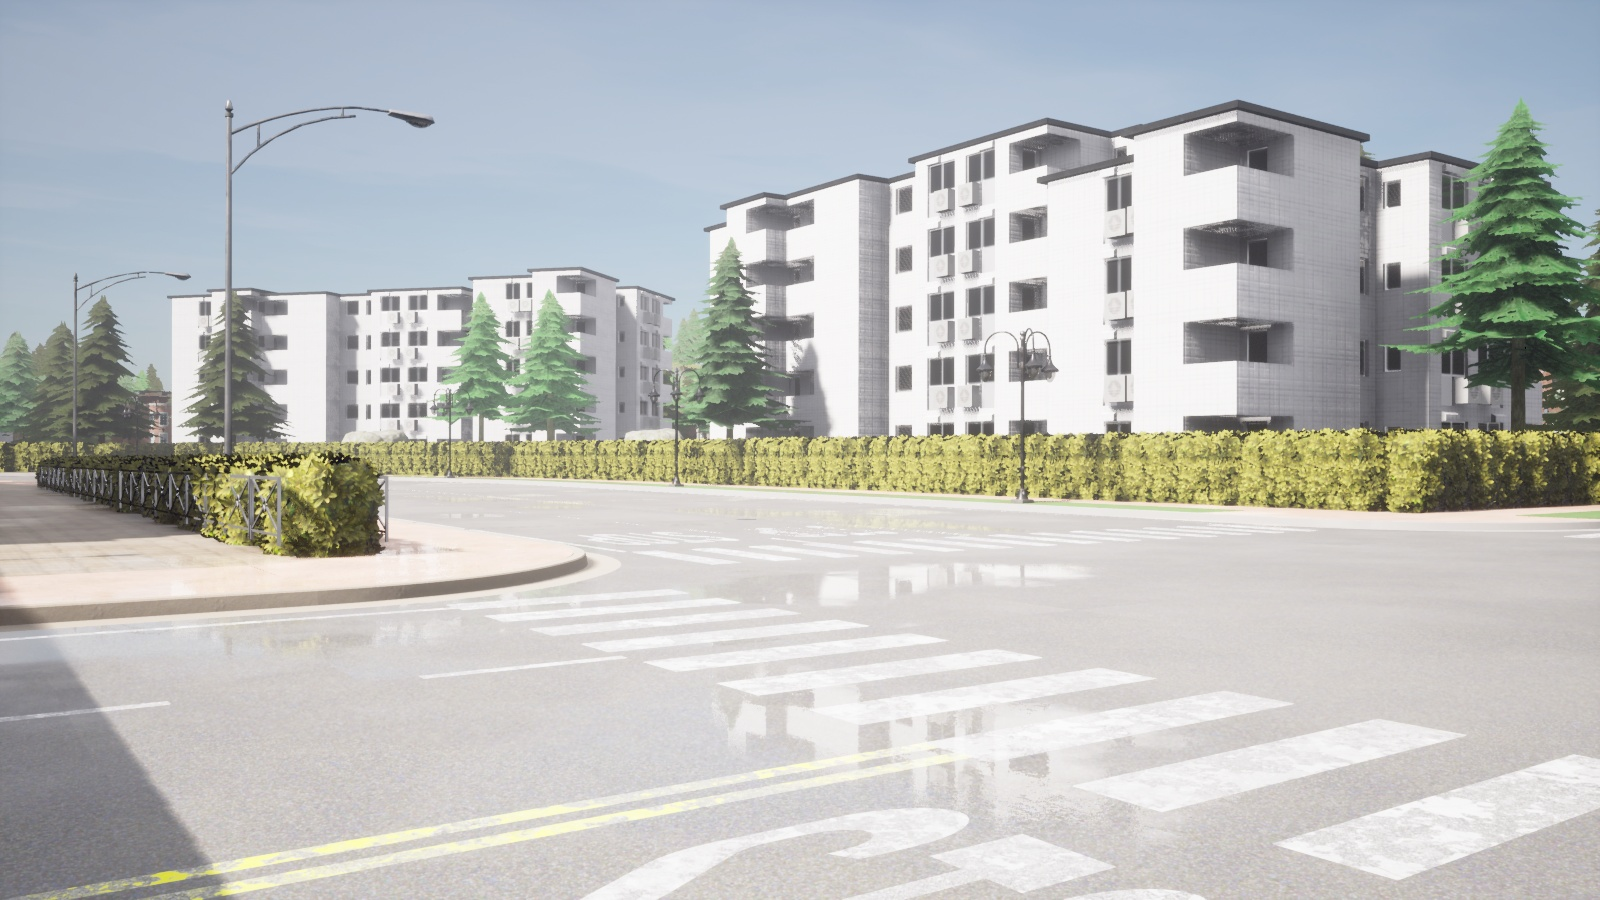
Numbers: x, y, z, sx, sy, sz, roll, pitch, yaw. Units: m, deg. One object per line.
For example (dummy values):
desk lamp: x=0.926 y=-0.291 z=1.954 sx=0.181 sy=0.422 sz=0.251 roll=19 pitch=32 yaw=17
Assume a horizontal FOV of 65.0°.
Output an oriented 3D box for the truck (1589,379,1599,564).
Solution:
truck: x=13.392 y=0.272 z=17.698 sx=5.204 sy=2.467 sz=2.627 roll=0 pitch=-1 yaw=-44
